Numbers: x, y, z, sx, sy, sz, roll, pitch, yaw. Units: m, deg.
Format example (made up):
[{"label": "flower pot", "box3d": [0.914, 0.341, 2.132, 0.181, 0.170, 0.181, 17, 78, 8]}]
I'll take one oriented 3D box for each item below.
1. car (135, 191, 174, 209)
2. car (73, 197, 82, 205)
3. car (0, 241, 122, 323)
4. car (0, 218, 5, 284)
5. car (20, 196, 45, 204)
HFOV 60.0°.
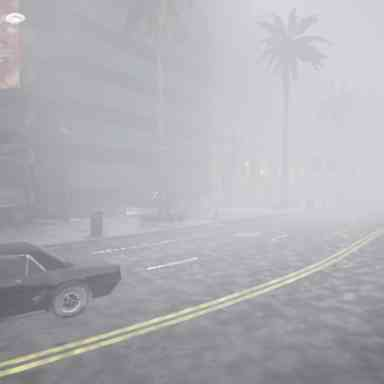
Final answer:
[{"label": "car", "box3d": [-4.681, 0.958, 41.955, 2.435, 2.045, 5.566, 0, 0, 38]}, {"label": "car", "box3d": [-19.719, 1.513, 52.754, 1.895, 1.301, 4.718, 0, 0, 38]}, {"label": "car", "box3d": [-3.766, 1.624, 5.780, 4.718, 1.301, 1.895, -1, 0, -37]}, {"label": "car", "box3d": [-7.253, 1.531, 7.643, 5.008, 1.535, 1.882, -1, 1, -34]}, {"label": "car", "box3d": [-28.572, 1.531, 60.263, 2.161, 1.482, 4.786, 0, 0, 38]}]
